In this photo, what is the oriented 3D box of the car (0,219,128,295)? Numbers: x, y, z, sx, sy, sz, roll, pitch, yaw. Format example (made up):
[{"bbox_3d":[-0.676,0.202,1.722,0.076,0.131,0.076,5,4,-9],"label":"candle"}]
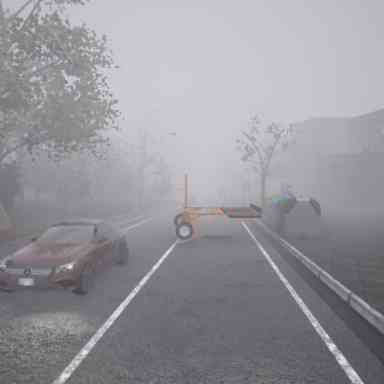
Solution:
[{"bbox_3d":[-3.015,1.477,8.780,1.812,1.442,4.674,0,0,5],"label":"car"}]

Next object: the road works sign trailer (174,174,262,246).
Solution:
[{"bbox_3d":[1.029,0.661,14.522,3.560,2.880,2.380,0,5,-5],"label":"road works sign trailer"}]

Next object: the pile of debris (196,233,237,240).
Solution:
[{"bbox_3d":[1.160,2.107,15.818,1.860,0.140,1.500,0,0,3],"label":"pile of debris"}]

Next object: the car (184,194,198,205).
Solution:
[{"bbox_3d":[-0.241,1.134,52.623,2.097,1.767,4.553,0,0,-2],"label":"car"}]
